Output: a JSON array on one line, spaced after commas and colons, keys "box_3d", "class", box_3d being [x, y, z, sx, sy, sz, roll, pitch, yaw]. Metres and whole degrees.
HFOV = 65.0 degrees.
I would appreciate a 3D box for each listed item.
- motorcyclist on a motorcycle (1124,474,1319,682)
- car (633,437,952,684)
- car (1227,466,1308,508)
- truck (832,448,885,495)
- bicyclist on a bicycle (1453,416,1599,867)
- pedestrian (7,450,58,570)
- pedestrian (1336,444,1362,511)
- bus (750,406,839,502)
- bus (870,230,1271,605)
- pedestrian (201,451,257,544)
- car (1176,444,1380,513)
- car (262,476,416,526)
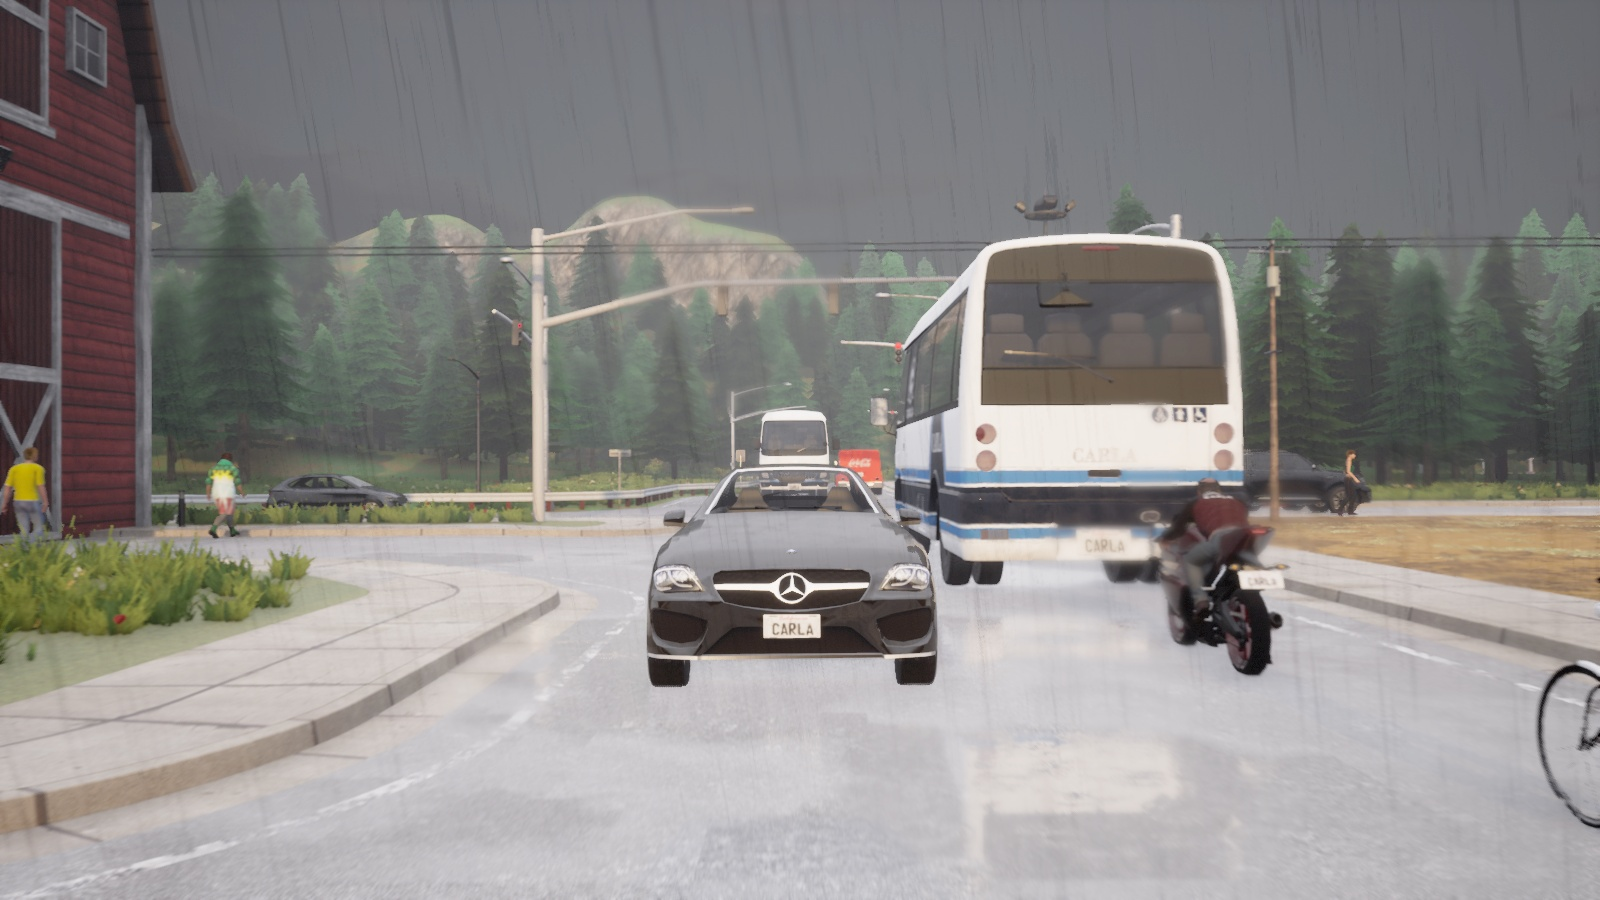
[{"box_3d": [3.443, 0.984, 10.516, 0.866, 1.530, 2.191, -1, -1, 0], "class": "motorcyclist on a motorcycle"}, {"box_3d": [-0.063, 0.784, 11.084, 2.152, 1.651, 5.027, -1, -1, 0], "class": "car"}, {"box_3d": [15.895, 1.249, 42.771, 2.207, 1.376, 1.481, 0, -1, 1], "class": "car"}, {"box_3d": [3.199, 1.191, 69.673, 2.627, 2.467, 5.204, -1, -1, 0], "class": "truck"}, {"box_3d": [3.464, 0.751, 5.072, 0.659, 1.776, 1.843, -1, -1, 0], "class": "bicyclist on a bicycle"}, {"box_3d": [-11.925, 0.919, 19.512, 0.354, 1.836, 0.706, -1, -1, -1], "class": "pedestrian"}, {"box_3d": [15.137, 0.755, 34.633, 0.594, 1.836, 0.345, -1, -1, 27], "class": "pedestrian"}, {"box_3d": [-0.286, 0.253, 61.715, 3.944, 4.253, 10.273, -1, -1, 0], "class": "bus"}, {"box_3d": [3.387, -0.320, 19.545, 3.944, 4.253, 10.273, -1, -1, 0], "class": "bus"}, {"box_3d": [-12.205, 1.013, 26.848, 0.659, 1.952, 0.873, -1, -1, 16], "class": "pedestrian"}, {"box_3d": [14.891, 0.886, 39.363, 5.566, 2.045, 2.150, -1, -1, 2], "class": "car"}, {"box_3d": [-14.508, 1.601, 39.694, 4.193, 1.474, 1.816, -1, -1, 1], "class": "car"}]
